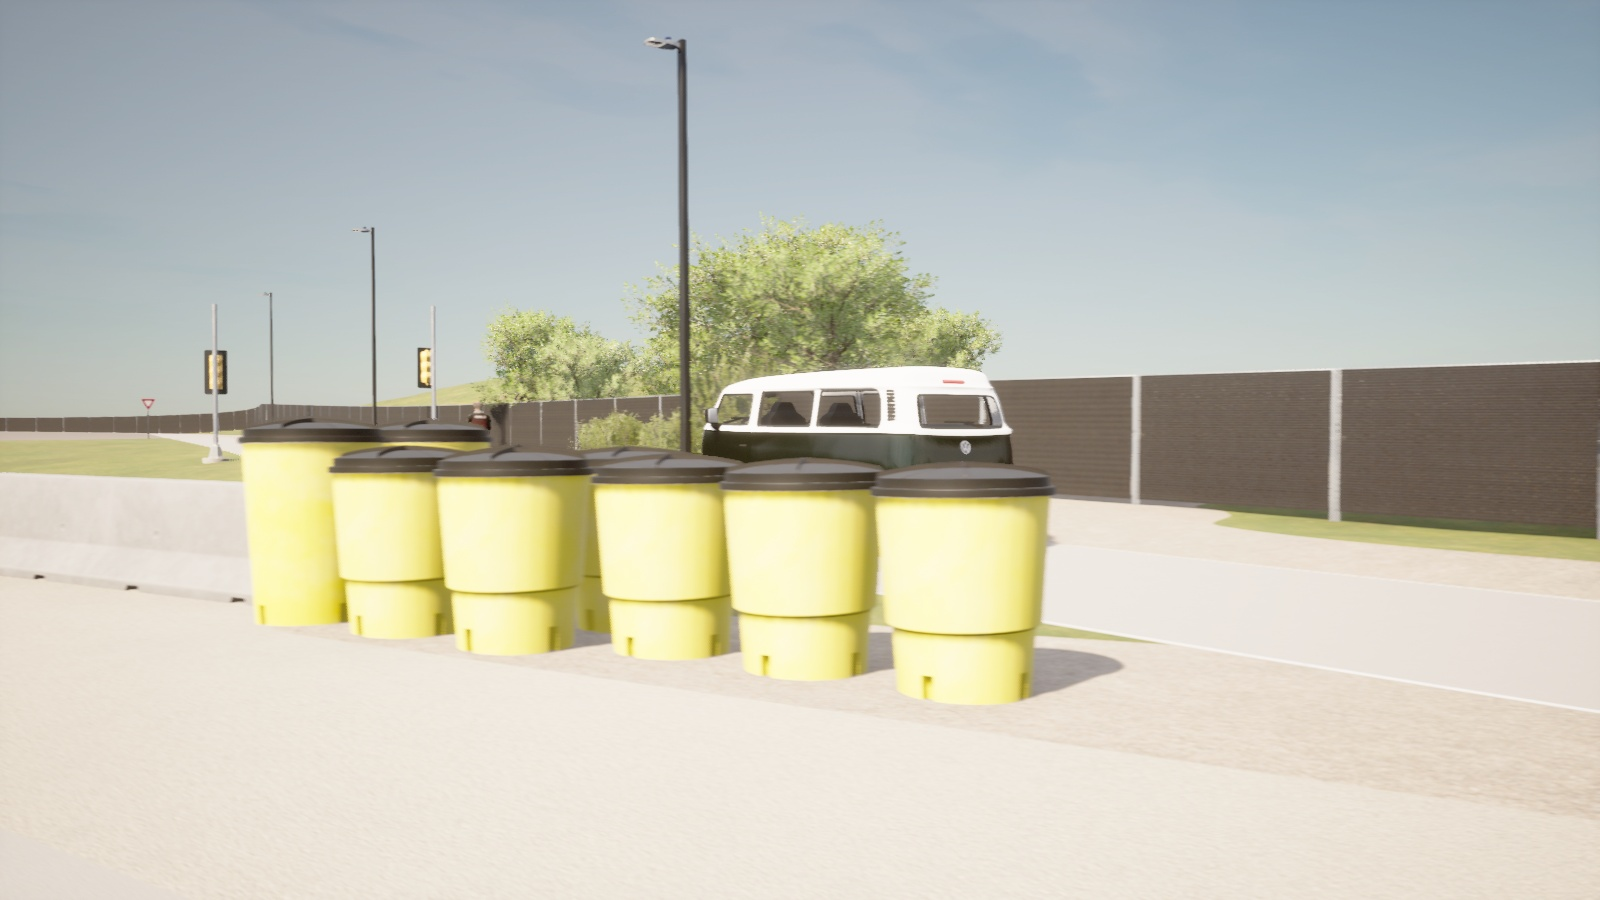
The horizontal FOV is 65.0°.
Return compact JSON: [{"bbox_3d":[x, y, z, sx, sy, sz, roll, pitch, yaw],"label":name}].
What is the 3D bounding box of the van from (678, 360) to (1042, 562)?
[{"bbox_3d":[0.537,0.050,15.096,2.069,2.038,4.480,-2,2,-34],"label":"van"}]
